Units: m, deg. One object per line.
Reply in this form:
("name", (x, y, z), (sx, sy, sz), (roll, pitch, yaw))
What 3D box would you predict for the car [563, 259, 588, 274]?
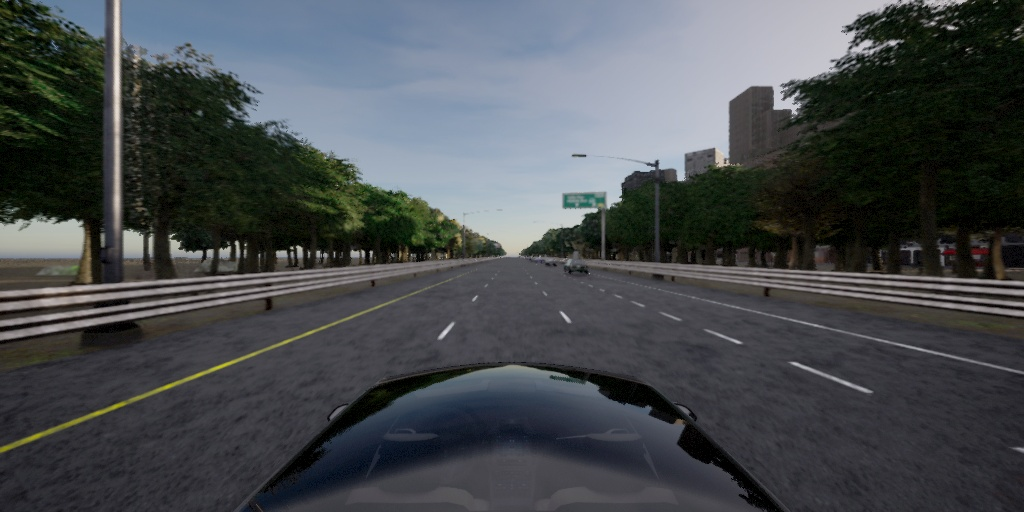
("car", (7.058, 1.094, 40.228), (2.097, 1.767, 4.553), (0, 0, 0))
